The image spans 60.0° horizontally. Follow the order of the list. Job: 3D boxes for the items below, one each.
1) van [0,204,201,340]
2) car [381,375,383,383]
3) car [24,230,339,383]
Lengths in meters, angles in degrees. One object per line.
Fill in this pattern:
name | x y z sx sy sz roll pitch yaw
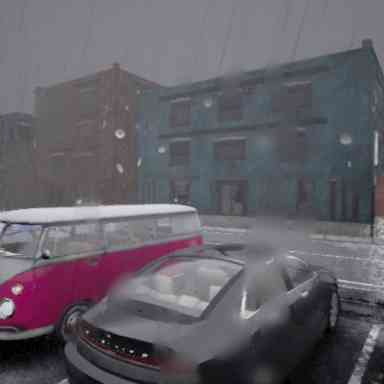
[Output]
van | -1.652 1.246 6.183 1.878 1.987 4.442 0 0 36
car | 3.067 1.355 2.998 2.185 1.767 4.553 0 0 36
car | 0.678 1.478 4.656 2.231 1.521 4.892 0 0 36
